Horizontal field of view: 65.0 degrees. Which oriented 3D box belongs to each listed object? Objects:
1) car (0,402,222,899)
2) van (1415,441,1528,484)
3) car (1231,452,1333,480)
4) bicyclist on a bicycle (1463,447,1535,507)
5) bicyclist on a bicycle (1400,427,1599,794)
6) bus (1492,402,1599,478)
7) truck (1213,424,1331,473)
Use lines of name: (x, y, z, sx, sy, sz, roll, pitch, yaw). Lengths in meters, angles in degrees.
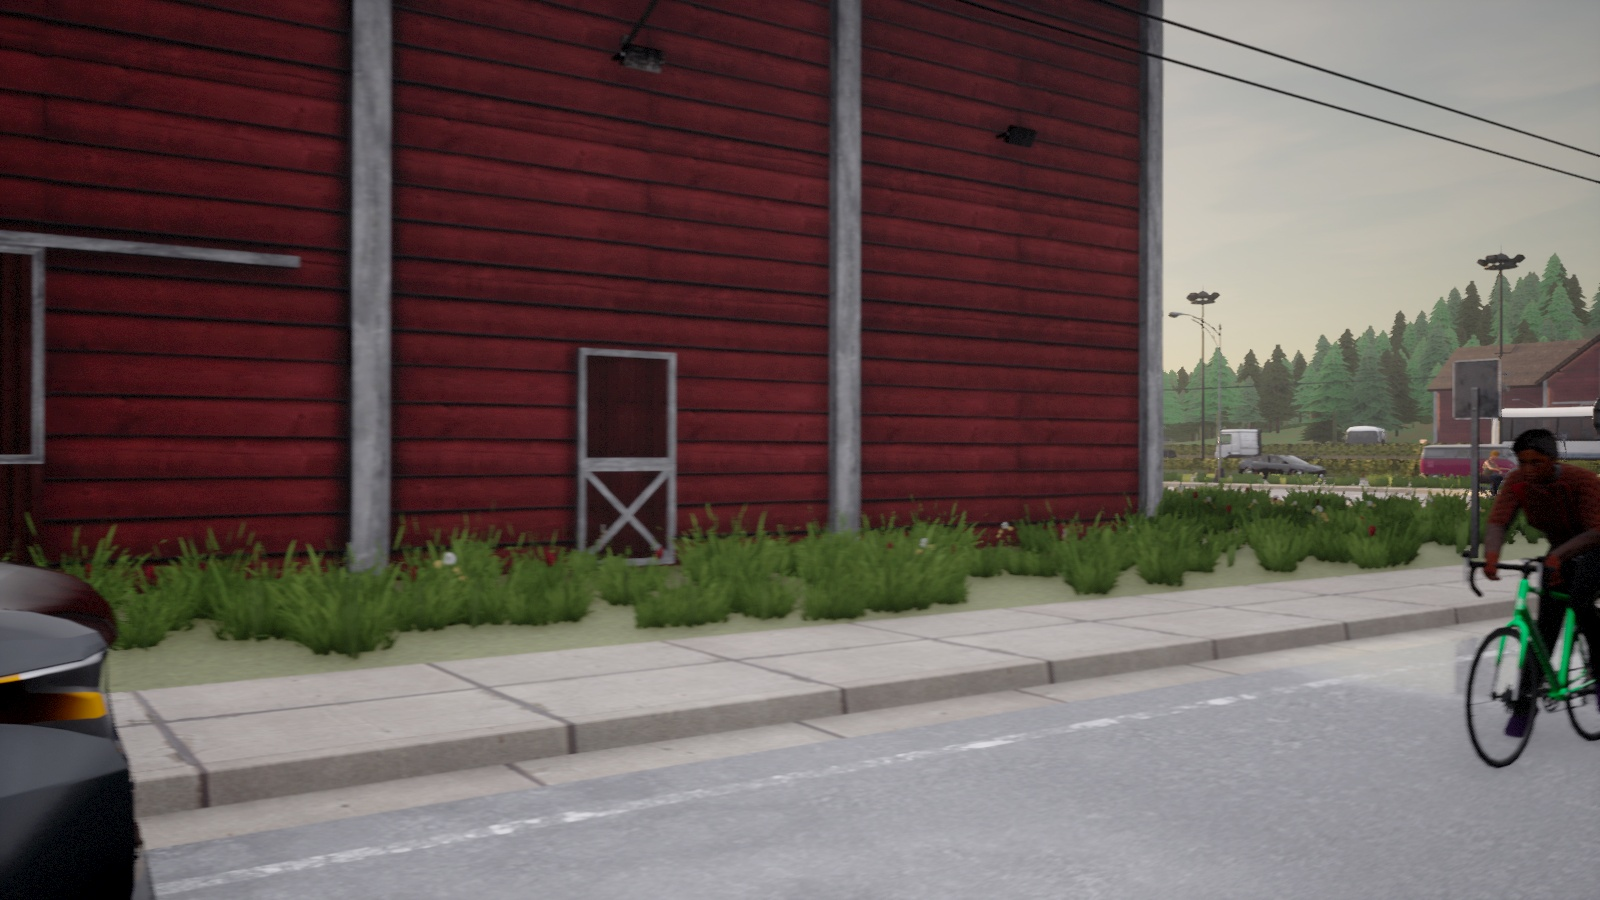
car: (-3.275, 0.702, 1.378, 4.514, 1.525, 2.007, 0, 0, -35)
van: (32.372, 0.578, 60.642, 1.775, 1.987, 4.442, 0, 0, -42)
car: (26.323, 0.858, 68.702, 2.163, 1.488, 4.792, 0, 0, -35)
bicyclist on a bicycle: (19.144, 0.725, 34.419, 0.866, 1.612, 1.509, 0, 0, -36)
bicyclist on a bicycle: (3.730, 0.705, 6.258, 1.656, 1.620, 0.582, 0, 0, -35)
bus: (45.609, -0.553, 71.345, 3.944, 4.253, 10.273, 0, 0, -35)
truck: (34.772, -0.083, 92.803, 2.891, 3.462, 7.936, 0, 0, -35)
